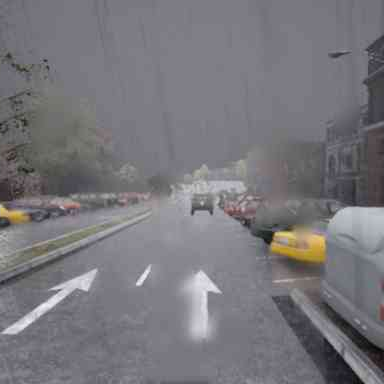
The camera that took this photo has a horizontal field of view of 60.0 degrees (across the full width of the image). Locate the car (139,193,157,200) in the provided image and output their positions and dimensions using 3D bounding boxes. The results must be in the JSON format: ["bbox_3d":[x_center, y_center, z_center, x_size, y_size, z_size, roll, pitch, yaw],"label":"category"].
[{"bbox_3d":[-11.870,1.128,89.763,4.553,1.767,2.185,-1,0,-22],"label":"car"}]

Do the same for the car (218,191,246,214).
[{"bbox_3d":[5.574,1.245,28.870,5.566,2.045,2.435,1,0,-18],"label":"car"}]

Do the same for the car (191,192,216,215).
[{"bbox_3d":[1.030,1.192,33.805,2.150,2.045,5.566,0,0,2],"label":"car"}]

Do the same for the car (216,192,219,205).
[{"bbox_3d":[5.737,1.230,34.882,5.566,2.045,2.435,1,0,-18],"label":"car"}]

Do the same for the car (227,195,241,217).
[{"bbox_3d":[5.478,1.378,25.875,4.553,1.767,2.185,1,0,-18],"label":"car"}]

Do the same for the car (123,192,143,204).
[{"bbox_3d":[-11.891,1.081,57.136,5.566,2.045,2.435,0,0,-19],"label":"car"}]

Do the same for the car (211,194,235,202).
[{"bbox_3d":[6.560,1.259,71.011,4.553,1.767,2.185,1,0,-20],"label":"car"}]

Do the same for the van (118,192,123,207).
[{"bbox_3d":[-12.058,1.134,45.289,4.442,1.987,1.878,0,0,-19],"label":"van"}]

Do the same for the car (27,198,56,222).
[{"bbox_3d":[-12.697,1.441,24.018,4.792,1.488,2.163,0,0,-18],"label":"car"}]

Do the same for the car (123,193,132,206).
[{"bbox_3d":[-11.912,1.349,48.285,5.366,1.575,1.946,0,0,-18],"label":"car"}]

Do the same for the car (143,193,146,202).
[{"bbox_3d":[-11.624,1.321,60.184,5.366,1.575,1.946,0,0,-19],"label":"car"}]

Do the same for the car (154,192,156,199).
[{"bbox_3d":[-11.630,1.312,77.927,4.792,1.488,2.163,-1,0,-20],"label":"car"}]

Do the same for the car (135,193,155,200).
[{"bbox_3d":[-11.775,1.143,83.826,4.553,1.767,2.185,-1,0,-21],"label":"car"}]

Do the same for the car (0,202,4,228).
[{"bbox_3d":[-12.901,1.428,17.221,4.892,1.521,2.231,0,0,-18],"label":"car"}]

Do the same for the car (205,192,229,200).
[{"bbox_3d":[6.461,1.087,86.102,5.566,2.045,2.435,1,0,-22],"label":"car"}]

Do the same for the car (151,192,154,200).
[{"bbox_3d":[-11.673,1.320,74.933,4.792,1.488,2.163,-1,0,-20],"label":"car"}]

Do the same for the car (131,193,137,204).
[{"bbox_3d":[-11.911,1.368,54.187,4.792,1.488,2.163,0,0,-19],"label":"car"}]

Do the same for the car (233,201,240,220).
[{"bbox_3d":[5.332,1.520,19.859,5.008,1.535,2.097,1,0,-18],"label":"car"}]

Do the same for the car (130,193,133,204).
[{"bbox_3d":[-12.039,1.376,51.187,4.792,1.488,2.163,-1,0,-19],"label":"car"}]

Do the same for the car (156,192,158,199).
[{"bbox_3d":[-11.685,1.275,80.871,5.008,1.535,2.097,-1,0,-21],"label":"car"}]

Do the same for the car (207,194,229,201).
[{"bbox_3d":[6.544,1.348,83.096,5.008,1.535,2.097,1,0,-21],"label":"car"}]

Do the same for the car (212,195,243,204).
[{"bbox_3d":[6.625,1.412,62.026,5.366,1.575,1.946,1,0,-19],"label":"car"}]

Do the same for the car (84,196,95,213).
[{"bbox_3d":[-12.475,1.429,33.348,4.674,1.452,2.002,0,0,-18],"label":"car"}]

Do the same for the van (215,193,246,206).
[{"bbox_3d":[6.131,1.208,52.883,4.442,1.987,1.878,1,0,-19],"label":"van"}]

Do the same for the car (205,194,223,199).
[{"bbox_3d":[6.205,1.350,95.177,4.674,1.452,2.002,1,0,-23],"label":"car"}]

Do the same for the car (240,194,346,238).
[{"bbox_3d":[5.172,1.272,13.834,5.566,2.045,2.435,1,0,-18],"label":"car"}]

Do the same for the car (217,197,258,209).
[{"bbox_3d":[6.000,1.458,43.909,5.008,1.535,2.097,1,0,-18],"label":"car"}]

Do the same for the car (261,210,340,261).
[{"bbox_3d":[5.227,1.517,10.857,5.366,1.575,1.946,1,0,-18],"label":"car"}]

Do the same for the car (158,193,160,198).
[{"bbox_3d":[-11.984,1.260,86.723,5.366,1.575,1.946,-1,0,-21],"label":"car"}]

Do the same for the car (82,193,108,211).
[{"bbox_3d":[-12.423,1.131,36.309,5.566,2.045,2.435,0,0,-19],"label":"car"}]

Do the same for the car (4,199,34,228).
[{"bbox_3d":[-12.989,1.418,20.550,5.366,1.575,1.946,0,0,-18],"label":"car"}]

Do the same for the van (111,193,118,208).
[{"bbox_3d":[-12.133,1.141,42.312,4.442,1.987,1.878,-1,0,-18],"label":"van"}]

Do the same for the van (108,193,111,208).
[{"bbox_3d":[-12.208,1.148,39.336,4.442,1.987,1.878,0,0,-18],"label":"van"}]

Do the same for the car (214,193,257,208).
[{"bbox_3d":[6.106,1.200,46.926,5.566,2.045,2.435,1,0,-19],"label":"car"}]

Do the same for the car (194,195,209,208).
[{"bbox_3d":[1.402,1.288,48.150,2.097,1.767,4.553,0,0,2],"label":"car"}]

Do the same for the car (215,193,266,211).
[{"bbox_3d":[5.947,1.215,40.919,5.566,2.045,2.435,1,0,-18],"label":"car"}]

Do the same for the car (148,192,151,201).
[{"bbox_3d":[-11.653,1.304,69.021,5.008,1.535,2.097,0,0,-19],"label":"car"}]

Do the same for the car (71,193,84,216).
[{"bbox_3d":[-12.521,1.270,30.376,4.553,1.767,2.185,0,0,-18],"label":"car"}]

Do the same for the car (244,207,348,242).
[{"bbox_3d":[5.235,1.564,16.835,4.674,1.452,2.002,1,0,-18],"label":"car"}]

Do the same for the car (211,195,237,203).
[{"bbox_3d":[6.540,1.395,67.991,4.892,1.521,2.231,1,0,-19],"label":"car"}]

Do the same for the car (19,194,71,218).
[{"bbox_3d":[-12.662,1.278,27.388,4.553,1.767,2.185,0,0,-18],"label":"car"}]

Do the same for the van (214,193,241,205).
[{"bbox_3d":[6.280,1.192,58.906,4.442,1.987,1.878,1,0,-19],"label":"van"}]

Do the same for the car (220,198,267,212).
[{"bbox_3d":[5.810,1.503,37.889,4.792,1.488,2.163,1,0,-18],"label":"car"}]

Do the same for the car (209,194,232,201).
[{"bbox_3d":[6.591,1.367,77.058,5.008,1.535,2.097,1,0,-20],"label":"car"}]
